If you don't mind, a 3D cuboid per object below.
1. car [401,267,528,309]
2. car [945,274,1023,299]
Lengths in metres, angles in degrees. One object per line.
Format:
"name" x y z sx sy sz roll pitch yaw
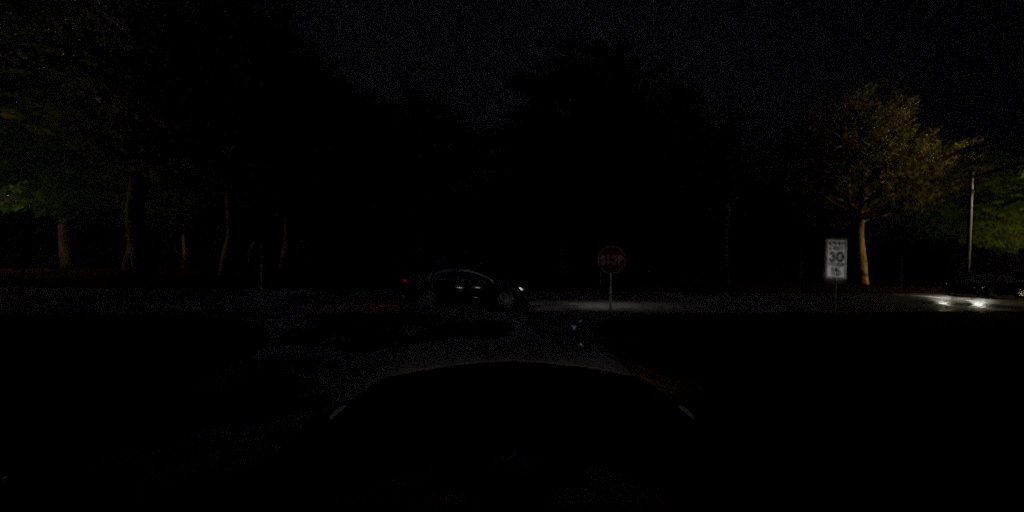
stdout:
"car" -1.804 1.193 14.063 4.902 1.511 2.128 1 1 -8
"car" 31.276 1.931 23.690 5.008 1.535 1.882 2 1 -14
